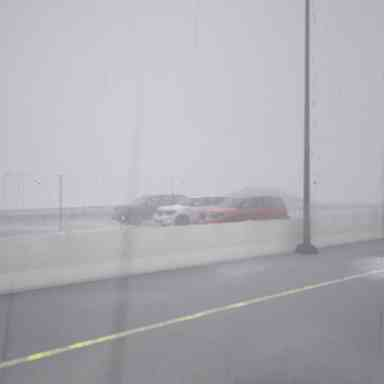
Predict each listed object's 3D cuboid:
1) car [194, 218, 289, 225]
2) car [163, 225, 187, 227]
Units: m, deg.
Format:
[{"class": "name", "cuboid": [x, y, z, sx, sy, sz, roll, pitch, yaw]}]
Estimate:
[{"class": "car", "cuboid": [2.817, 1.204, 18.206, 5.566, 2.045, 2.150, 0, 0, -31]}, {"class": "car", "cuboid": [0.404, 1.195, 20.827, 5.566, 2.045, 2.150, 0, 0, -31]}]
